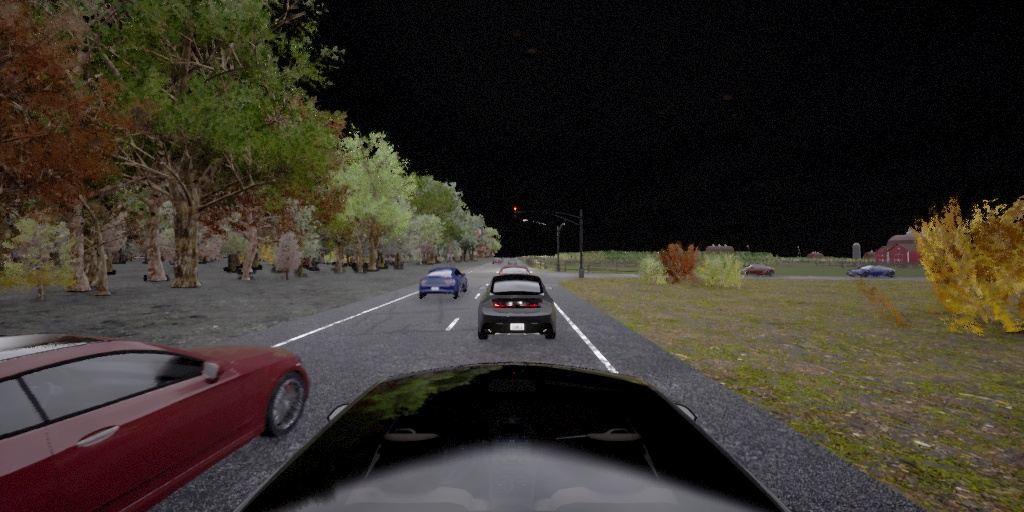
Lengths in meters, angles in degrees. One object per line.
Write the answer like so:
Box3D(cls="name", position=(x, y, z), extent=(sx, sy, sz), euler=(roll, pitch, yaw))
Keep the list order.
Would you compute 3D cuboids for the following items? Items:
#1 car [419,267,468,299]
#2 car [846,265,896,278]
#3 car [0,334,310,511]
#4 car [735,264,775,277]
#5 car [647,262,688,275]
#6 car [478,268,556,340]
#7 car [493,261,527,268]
Box3D(cls="car", position=(-3.377, 1.279, 18.066), extent=(1.812, 1.442, 4.674), euler=(0, 0, 0))
Box3D(cls="car", position=(41.977, 1.791, 41.962), extent=(4.674, 1.442, 1.812), euler=(1, -1, 1))
Box3D(cls="car", position=(-3.398, 1.276, 2.468), extent=(1.812, 1.442, 4.674), euler=(0, 0, 0))
Box3D(cls="car", position=(28.207, 1.640, 42.059), extent=(4.674, 1.442, 1.812), euler=(1, -1, 0))
Box3D(cls="car", position=(18.057, 1.496, 42.140), extent=(4.902, 1.511, 2.128), euler=(1, -1, 1))
Box3D(cls="car", position=(0.112, 1.257, 10.049), extent=(1.837, 1.490, 4.892), euler=(0, 0, 0))
Box3D(cls="car", position=(0.128, 1.232, 19.413), extent=(1.882, 1.535, 5.008), euler=(0, 0, 0))
